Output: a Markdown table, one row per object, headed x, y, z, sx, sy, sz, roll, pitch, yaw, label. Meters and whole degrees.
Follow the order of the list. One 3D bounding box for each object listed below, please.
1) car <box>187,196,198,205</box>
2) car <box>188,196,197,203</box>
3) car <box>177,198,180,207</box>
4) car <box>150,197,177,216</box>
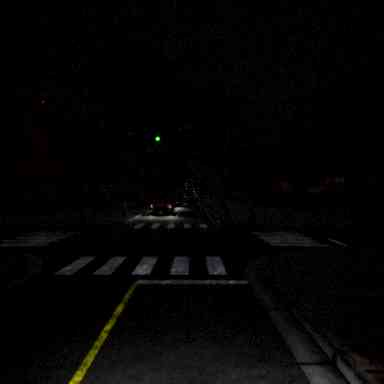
| x | y | z | sx | sy | sz | roll | pitch | yaw | label |
| --- | --- | --- | --- | --- | --- | --- | --- | --- | --- |
| 0.025 | 1.527 | 59.564 | 1.812 | 1.442 | 4.674 | 0 | 0 | 0 | car |
| 0.029 | 1.509 | 69.580 | 1.837 | 1.490 | 4.892 | 0 | 0 | 0 | car |
| -2.795 | 1.574 | 49.806 | 1.895 | 1.301 | 4.718 | 0 | 0 | 0 | car |
| -2.829 | 1.298 | 32.278 | 2.097 | 1.767 | 4.553 | 0 | 0 | 0 | car |
